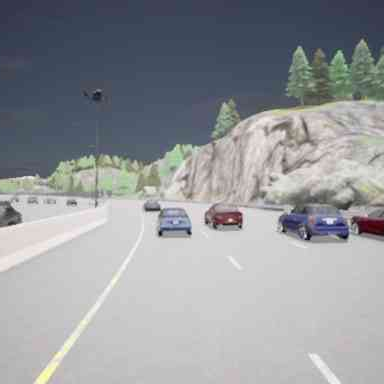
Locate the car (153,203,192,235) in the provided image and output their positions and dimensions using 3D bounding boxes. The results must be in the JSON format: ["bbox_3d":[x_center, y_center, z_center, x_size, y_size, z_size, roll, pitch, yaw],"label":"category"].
[{"bbox_3d":[-1.118,1.622,19.566,2.033,1.411,5.357,0,0,-7],"label":"car"}]

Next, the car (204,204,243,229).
[{"bbox_3d":[2.029,1.556,22.454,1.882,1.535,5.008,0,0,-7],"label":"car"}]

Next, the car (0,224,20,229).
[{"bbox_3d":[-12.033,1.629,20.562,1.812,1.442,4.674,0,0,-8],"label":"car"}]

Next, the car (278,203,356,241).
[{"bbox_3d":[6.112,1.402,17.302,2.097,1.767,4.553,0,0,-5],"label":"car"}]

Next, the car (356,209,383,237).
[{"bbox_3d":[9.732,1.515,16.150,1.882,1.535,5.008,0,0,-5],"label":"car"}]

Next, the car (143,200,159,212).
[{"bbox_3d":[-5.078,1.729,41.856,1.994,1.385,4.181,0,0,-13],"label":"car"}]
